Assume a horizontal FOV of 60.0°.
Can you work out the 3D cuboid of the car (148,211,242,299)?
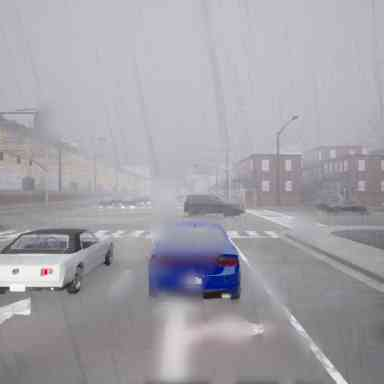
[{"bbox_3d":[0.075,1.478,8.508,1.882,1.535,5.008,0,0,1],"label":"car"}]

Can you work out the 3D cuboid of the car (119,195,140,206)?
[{"bbox_3d":[-10.523,1.526,56.259,1.812,1.442,4.674,0,0,-1],"label":"car"}]

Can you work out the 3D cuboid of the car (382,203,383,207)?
[{"bbox_3d":[25.746,1.221,39.474,5.566,2.045,2.150,0,0,0],"label":"car"}]

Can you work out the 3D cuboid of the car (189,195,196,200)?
[{"bbox_3d":[0.103,1.540,93.584,2.033,1.411,5.357,0,0,0],"label":"car"}]

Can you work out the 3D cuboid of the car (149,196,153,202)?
[{"bbox_3d":[-10.415,1.595,77.793,1.895,1.301,4.718,0,0,0],"label":"car"}]

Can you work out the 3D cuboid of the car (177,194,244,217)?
[{"bbox_3d":[1.895,1.221,30.081,5.566,2.045,2.150,0,1,22],"label":"car"}]

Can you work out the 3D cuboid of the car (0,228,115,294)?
[{"bbox_3d":[-3.420,1.601,8.775,1.895,1.301,4.718,0,0,0],"label":"car"}]

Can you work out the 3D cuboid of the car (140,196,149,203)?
[{"bbox_3d":[-10.440,1.563,67.330,1.994,1.385,4.181,0,0,0],"label":"car"}]

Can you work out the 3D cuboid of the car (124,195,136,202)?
[{"bbox_3d":[-13.917,1.500,75.327,1.837,1.490,4.892,0,0,0],"label":"car"}]

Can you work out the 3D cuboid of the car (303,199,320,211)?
[{"bbox_3d":[15.755,1.491,39.486,4.902,1.511,2.128,0,0,0],"label":"car"}]

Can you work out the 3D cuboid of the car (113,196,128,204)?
[{"bbox_3d":[-13.958,1.505,65.256,1.837,1.490,4.892,0,0,1],"label":"car"}]

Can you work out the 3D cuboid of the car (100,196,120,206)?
[{"bbox_3d":[-14.023,1.526,56.060,1.812,1.442,4.674,0,0,0],"label":"car"}]

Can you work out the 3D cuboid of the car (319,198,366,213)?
[{"bbox_3d":[16.500,1.564,35.983,4.181,1.385,1.994,0,0,0],"label":"car"}]
